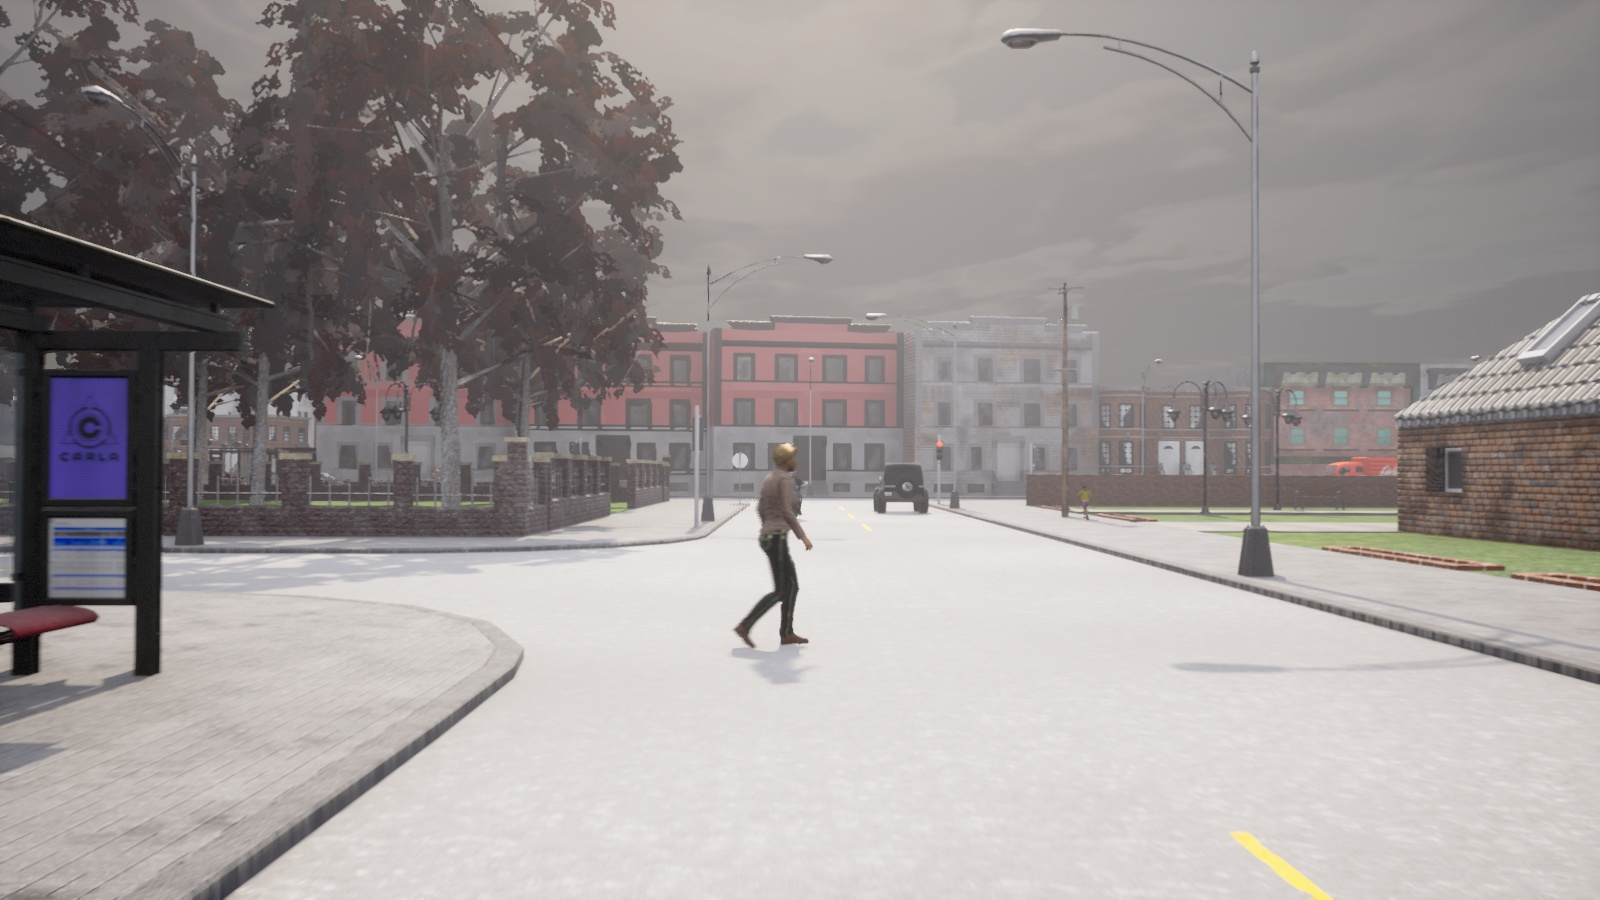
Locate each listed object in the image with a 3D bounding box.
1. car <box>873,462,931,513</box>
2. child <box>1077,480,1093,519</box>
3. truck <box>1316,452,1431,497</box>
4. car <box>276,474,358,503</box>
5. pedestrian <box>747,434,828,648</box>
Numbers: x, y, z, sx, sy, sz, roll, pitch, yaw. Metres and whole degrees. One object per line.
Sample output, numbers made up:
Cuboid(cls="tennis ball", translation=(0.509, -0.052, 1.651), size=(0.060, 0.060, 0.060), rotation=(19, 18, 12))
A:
Cuboid(cls="car", translation=(3.845, 1.399, 47.998), size=(1.905, 1.878, 3.866), rotation=(0, -1, 0))
Cuboid(cls="child", translation=(8.670, 1.509, 38.201), size=(0.299, 1.160, 0.473), rotation=(0, -1, -12))
Cuboid(cls="truck", translation=(32.234, 1.383, 70.699), size=(5.204, 2.467, 2.627), rotation=(0, -1, 0))
Cuboid(cls="car", translation=(-25.542, 2.043, 66.470), size=(3.633, 1.501, 1.845), rotation=(0, -1, 0))
Cuboid(cls="pedestrian", translation=(-0.114, 0.791, 11.141), size=(0.634, 1.846, 0.331), rotation=(0, -1, -19))
